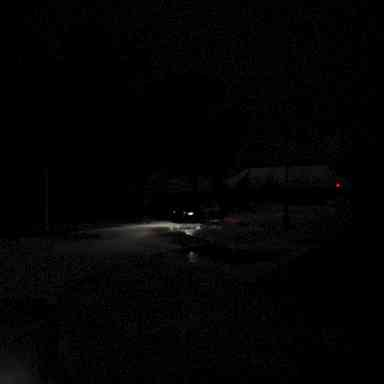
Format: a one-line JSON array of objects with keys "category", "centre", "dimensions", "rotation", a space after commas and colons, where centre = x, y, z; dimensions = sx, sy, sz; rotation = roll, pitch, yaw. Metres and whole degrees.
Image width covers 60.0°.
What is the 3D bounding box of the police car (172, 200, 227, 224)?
[{"category": "police car", "centre": [0.529, 1.373, 23.853], "dimensions": [2.038, 1.542, 4.974], "rotation": [1, 0, 36]}]
